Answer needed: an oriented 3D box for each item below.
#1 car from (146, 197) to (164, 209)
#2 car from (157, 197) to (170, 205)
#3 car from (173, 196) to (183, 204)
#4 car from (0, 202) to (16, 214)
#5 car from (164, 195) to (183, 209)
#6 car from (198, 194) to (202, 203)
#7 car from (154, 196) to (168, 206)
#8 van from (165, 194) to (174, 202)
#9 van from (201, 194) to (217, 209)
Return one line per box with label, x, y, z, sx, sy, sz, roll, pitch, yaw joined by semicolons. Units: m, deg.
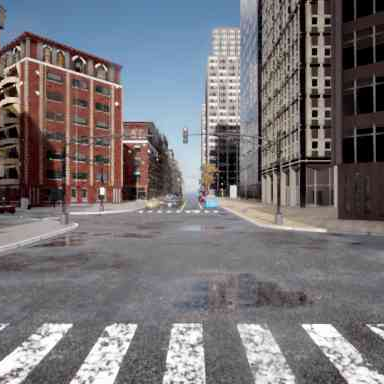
car;-5.311;1.568;45.621;1.752;1.417;4.829;0;0;0
car;-5.311;1.647;62.449;1.947;1.339;4.313;0;0;0
car;-2.773;1.617;66.435;1.812;1.442;4.674;0;0;1
car;-21.145;1.787;36.464;4.718;1.301;1.895;-1;-1;41
car;-2.812;1.535;45.981;2.128;1.511;4.902;0;0;2
car;2.569;1.640;68.001;1.887;1.381;4.507;0;0;0
car;-5.311;1.507;56.897;1.967;1.590;4.097;0;0;0
van;-5.311;1.469;79.105;1.690;1.788;3.998;0;0;0
van;2.570;1.384;45.791;1.690;1.788;3.998;0;0;0
